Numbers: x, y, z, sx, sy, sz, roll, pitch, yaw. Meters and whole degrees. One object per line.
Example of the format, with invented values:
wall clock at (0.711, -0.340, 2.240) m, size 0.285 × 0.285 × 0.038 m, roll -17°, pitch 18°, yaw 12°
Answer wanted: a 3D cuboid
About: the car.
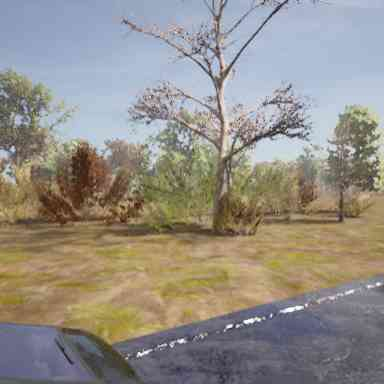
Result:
car at (-2.239, 1.567, 1.670) m, size 4.181 × 1.385 × 1.994 m, roll -1°, pitch 0°, yaw -36°
